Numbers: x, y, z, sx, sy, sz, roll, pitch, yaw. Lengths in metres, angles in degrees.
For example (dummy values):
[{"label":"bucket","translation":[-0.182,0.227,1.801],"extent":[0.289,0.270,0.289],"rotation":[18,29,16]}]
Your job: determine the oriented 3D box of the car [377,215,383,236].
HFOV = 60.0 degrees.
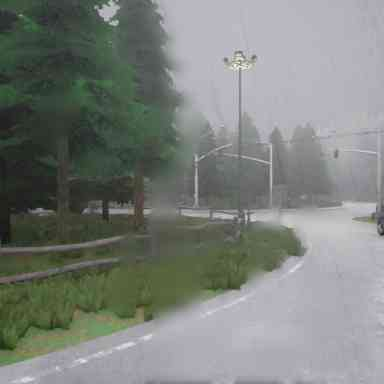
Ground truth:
[{"label":"car","translation":[10.280,1.352,15.442],"extent":[2.097,1.767,4.553],"rotation":[0,0,15]}]
